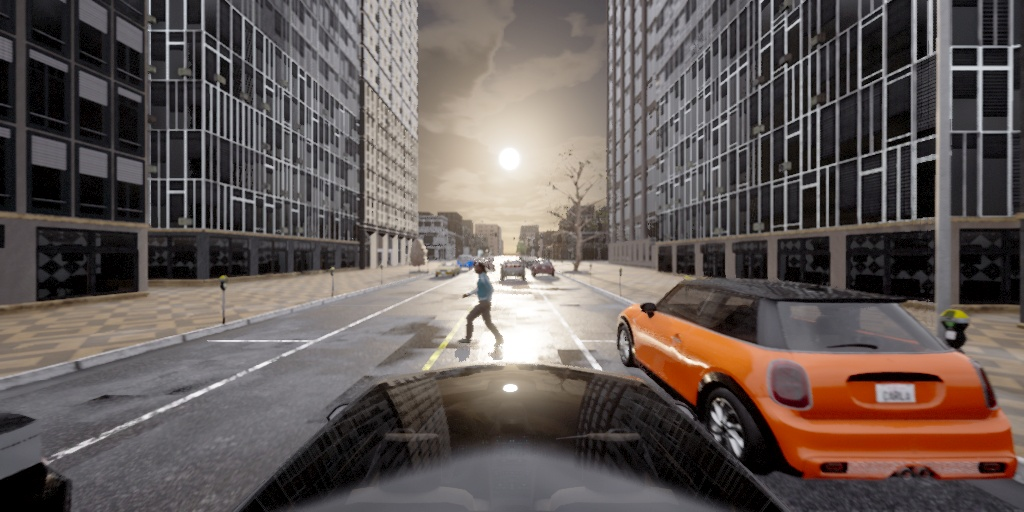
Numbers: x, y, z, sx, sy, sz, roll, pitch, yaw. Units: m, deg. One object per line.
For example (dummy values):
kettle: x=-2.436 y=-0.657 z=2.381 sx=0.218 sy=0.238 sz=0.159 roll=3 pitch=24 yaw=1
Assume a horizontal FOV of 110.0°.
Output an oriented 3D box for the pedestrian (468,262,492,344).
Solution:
pedestrian: x=-0.668 y=1.000 z=7.615 sx=0.375 sy=1.860 sz=0.375 roll=0 pitch=0 yaw=-2

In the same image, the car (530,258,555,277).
car: x=2.702 y=0.966 z=32.167 sx=1.967 sy=1.591 sz=4.097 roll=0 pitch=0 yaw=0

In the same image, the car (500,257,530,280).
car: x=0.090 y=1.046 z=28.394 sx=2.128 sy=1.511 sz=4.902 roll=0 pitch=0 yaw=0

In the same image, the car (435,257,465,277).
car: x=-5.678 y=1.051 z=32.016 sx=1.751 sy=1.417 sz=4.829 roll=0 pitch=0 yaw=0

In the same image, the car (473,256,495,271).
car: x=-3.073 y=1.011 z=42.613 sx=1.994 sy=1.385 sz=4.181 roll=0 pitch=0 yaw=0

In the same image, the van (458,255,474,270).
van: x=-5.674 y=0.781 z=43.570 sx=1.690 sy=1.789 sz=3.998 roll=0 pitch=0 yaw=0

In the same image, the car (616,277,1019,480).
car: x=3.000 y=1.078 z=4.930 sx=2.097 sy=1.767 sz=4.553 roll=0 pitch=0 yaw=0
